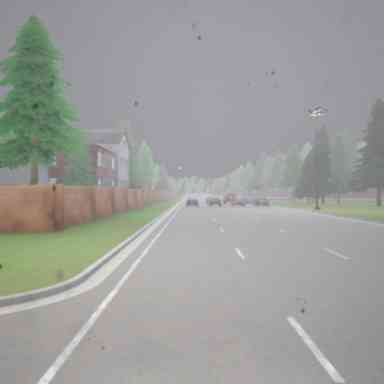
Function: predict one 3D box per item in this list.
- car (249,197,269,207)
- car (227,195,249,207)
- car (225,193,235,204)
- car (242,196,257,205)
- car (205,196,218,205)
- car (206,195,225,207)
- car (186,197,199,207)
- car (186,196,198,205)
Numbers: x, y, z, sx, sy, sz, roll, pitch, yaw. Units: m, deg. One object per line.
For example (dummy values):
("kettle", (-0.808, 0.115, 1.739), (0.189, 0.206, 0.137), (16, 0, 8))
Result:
("car", (10.558, 1.475, 51.222), (2.128, 1.511, 4.902), (0, 0, 0))
("car", (7.063, 1.531, 51.612), (2.033, 1.411, 5.357), (0, 0, 0))
("car", (7.007, 1.200, 62.066), (2.150, 2.045, 5.566), (0, 0, 0))
("car", (10.507, 1.545, 61.205), (1.994, 1.385, 4.181), (0, 0, 0))
("car", (3.507, 1.528, 61.206), (2.033, 1.411, 5.357), (0, 0, 0))
("car", (3.560, 1.488, 51.401), (1.837, 1.490, 4.892), (0, 0, 0))
("car", (0.055, 1.462, 50.825), (1.882, 1.535, 5.008), (0, 0, 0))
("car", (0.007, 1.545, 61.206), (1.994, 1.385, 4.181), (0, 0, 0))
